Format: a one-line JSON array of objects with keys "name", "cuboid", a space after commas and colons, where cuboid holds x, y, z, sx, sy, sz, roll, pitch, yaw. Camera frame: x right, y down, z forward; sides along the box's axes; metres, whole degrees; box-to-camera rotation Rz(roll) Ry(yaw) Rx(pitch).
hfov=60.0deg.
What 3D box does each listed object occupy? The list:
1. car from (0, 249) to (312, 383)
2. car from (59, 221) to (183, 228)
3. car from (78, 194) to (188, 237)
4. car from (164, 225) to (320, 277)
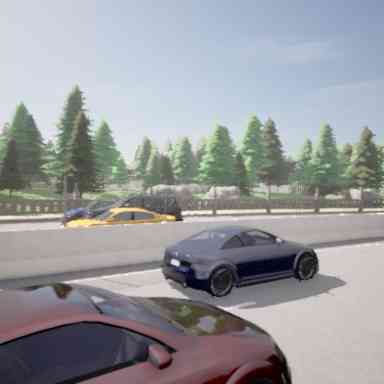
[{"name": "car", "cuboid": [-1.059, 1.550, 2.850, 4.181, 1.385, 1.994, 0, 0, -35]}, {"name": "car", "cuboid": [-3.075, 1.436, 14.286, 5.008, 1.535, 1.882, 0, 0, -31]}, {"name": "car", "cuboid": [-3.169, 1.175, 18.353, 5.566, 2.045, 2.150, 1, 0, -31]}, {"name": "car", "cuboid": [1.325, 1.565, 8.551, 4.181, 1.385, 1.994, 0, 0, -32]}]
